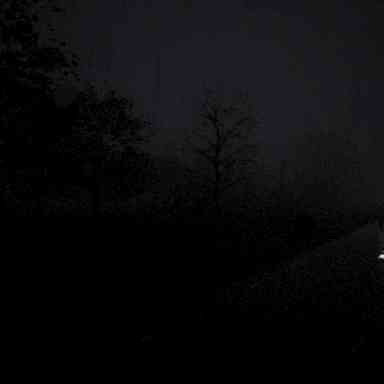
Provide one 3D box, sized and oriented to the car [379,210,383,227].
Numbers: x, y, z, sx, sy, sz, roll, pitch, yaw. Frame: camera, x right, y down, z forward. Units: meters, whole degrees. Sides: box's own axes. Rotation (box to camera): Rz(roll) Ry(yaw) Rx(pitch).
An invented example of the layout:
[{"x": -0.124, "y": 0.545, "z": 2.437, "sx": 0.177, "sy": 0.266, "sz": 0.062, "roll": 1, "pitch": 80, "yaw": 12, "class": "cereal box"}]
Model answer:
[{"x": 14.235, "y": 1.599, "z": 23.035, "sx": 2.128, "sy": 1.511, "sz": 4.902, "roll": -1, "pitch": -1, "yaw": 37, "class": "car"}]
